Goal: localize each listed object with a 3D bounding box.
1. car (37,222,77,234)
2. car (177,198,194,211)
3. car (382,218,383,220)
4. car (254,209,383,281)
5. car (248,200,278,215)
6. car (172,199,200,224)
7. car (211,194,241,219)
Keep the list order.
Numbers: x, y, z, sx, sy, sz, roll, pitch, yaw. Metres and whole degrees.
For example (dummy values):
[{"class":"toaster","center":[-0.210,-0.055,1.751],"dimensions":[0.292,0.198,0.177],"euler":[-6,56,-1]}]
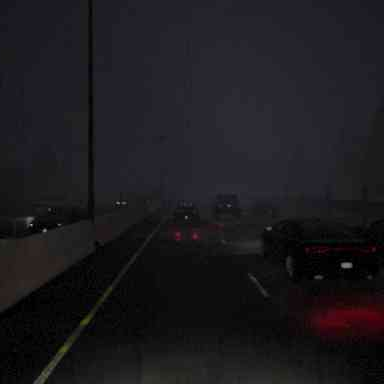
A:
[{"class":"car","center":[-7.511,1.580,19.421],"dimensions":[2.033,1.411,5.357],"euler":[0,0,-1]},{"class":"car","center":[-0.829,1.576,42.873],"dimensions":[2.033,1.411,5.357],"euler":[0,0,-1]},{"class":"car","center":[6.871,1.466,10.547],"dimensions":[1.882,1.535,5.008],"euler":[0,0,-1]},{"class":"car","center":[3.384,1.475,9.839],"dimensions":[1.882,1.535,5.008],"euler":[0,0,-1]},{"class":"car","center":[6.449,1.479,30.411],"dimensions":[1.882,1.535,5.008],"euler":[0,0,-1]},{"class":"car","center":[-0.428,1.508,24.748],"dimensions":[2.128,1.511,4.902],"euler":[0,0,-1]},{"class":"car","center":[2.960,1.232,29.871],"dimensions":[2.150,2.045,5.566],"euler":[0,0,-1]}]
